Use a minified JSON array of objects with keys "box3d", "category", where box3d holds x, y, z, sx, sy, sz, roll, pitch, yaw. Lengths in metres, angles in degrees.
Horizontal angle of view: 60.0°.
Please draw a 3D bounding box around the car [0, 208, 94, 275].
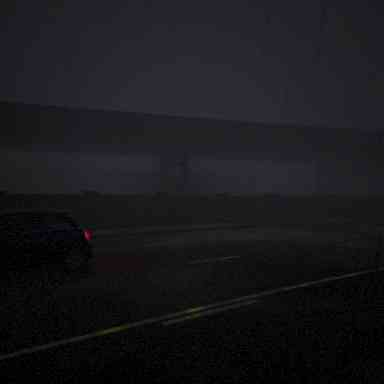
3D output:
[{"box3d":[-5.064,1.273,8.796,4.553,1.767,2.097,0,1,-34],"category":"car"}]
